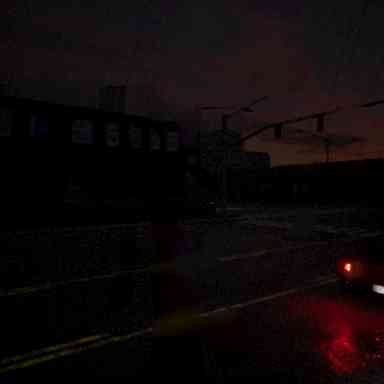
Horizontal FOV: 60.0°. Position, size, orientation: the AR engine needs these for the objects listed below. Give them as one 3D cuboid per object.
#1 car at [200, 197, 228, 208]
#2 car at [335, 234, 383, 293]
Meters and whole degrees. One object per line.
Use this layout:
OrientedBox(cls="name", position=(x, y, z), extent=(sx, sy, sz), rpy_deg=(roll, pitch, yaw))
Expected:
OrientedBox(cls="car", position=(2.929, 1.450, 46.635), extent=(1.837, 1.490, 4.892), rpy_deg=(0, 0, -35))
OrientedBox(cls="car", position=(5.456, 1.585, 7.682), extent=(4.718, 1.301, 1.895), rpy_deg=(0, 0, -35))
